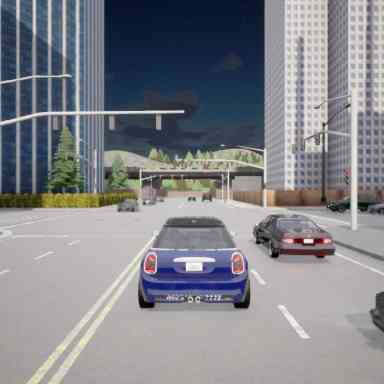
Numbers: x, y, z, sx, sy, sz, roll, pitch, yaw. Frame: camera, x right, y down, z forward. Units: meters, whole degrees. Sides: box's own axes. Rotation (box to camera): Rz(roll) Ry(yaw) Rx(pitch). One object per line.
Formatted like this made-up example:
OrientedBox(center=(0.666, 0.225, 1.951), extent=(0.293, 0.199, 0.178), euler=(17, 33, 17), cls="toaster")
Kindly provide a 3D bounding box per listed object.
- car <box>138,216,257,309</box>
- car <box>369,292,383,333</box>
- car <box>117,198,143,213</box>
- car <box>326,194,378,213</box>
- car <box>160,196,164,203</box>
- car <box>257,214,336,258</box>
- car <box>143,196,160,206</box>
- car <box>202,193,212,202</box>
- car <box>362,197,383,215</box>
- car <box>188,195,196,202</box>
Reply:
OrientedBox(center=(0.055, 1.352, 8.059), extent=(2.097, 1.767, 4.553), euler=(0, 0, 0), cls="car")
OrientedBox(center=(3.600, 1.547, 2.545), extent=(2.033, 1.411, 5.357), euler=(0, 0, 0), cls="car")
OrientedBox(center=(-7.117, 1.501, 37.308), extent=(1.837, 1.490, 4.892), euler=(0, 1, 0), cls="car")
OrientedBox(center=(17.825, 1.221, 36.667), extent=(5.566, 2.045, 2.150), euler=(0, 0, 0), cls="car")
OrientedBox(center=(-7.036, 1.525, 70.821), extent=(2.128, 1.511, 4.902), euler=(0, 0, 0), cls="car")
OrientedBox(center=(3.604, 1.547, 12.688), extent=(2.033, 1.411, 5.357), euler=(0, 0, 1), cls="car")
OrientedBox(center=(-7.115, 1.491, 55.576), extent=(2.128, 1.511, 4.902), euler=(0, 0, 0), cls="car")
OrientedBox(center=(3.460, 1.203, 77.780), extent=(2.150, 2.045, 5.566), euler=(0, 0, 0), cls="car")
OrientedBox(center=(20.003, 1.526, 33.134), extent=(4.674, 1.442, 1.812), euler=(0, 0, 0), cls="car")
OrientedBox(center=(-0.040, 1.501, 77.749), extent=(1.812, 1.442, 4.674), euler=(0, 0, 0), cls="car")
